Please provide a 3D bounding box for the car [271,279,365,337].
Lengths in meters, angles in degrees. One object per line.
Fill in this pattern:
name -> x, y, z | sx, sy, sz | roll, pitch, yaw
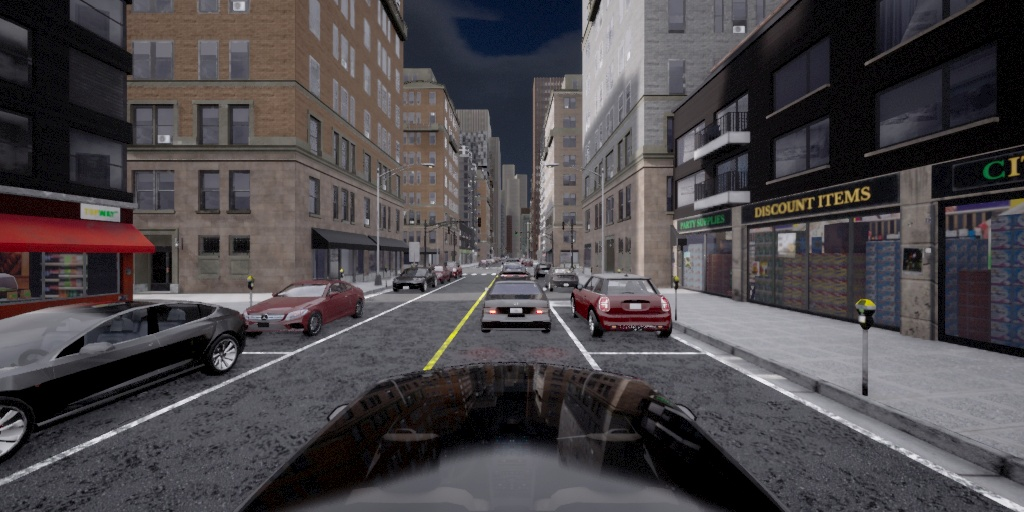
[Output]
car -> -5.657, 1.332, 10.263 | 1.802, 1.307, 4.207 | 0, 0, 0

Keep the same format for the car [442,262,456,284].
car -> -5.630, 1.334, 26.767 | 1.802, 1.307, 4.207 | 0, 0, 0

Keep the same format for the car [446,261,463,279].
car -> -5.620, 1.193, 32.268 | 1.967, 1.591, 4.097 | 0, 0, 0

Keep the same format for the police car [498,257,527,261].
police car -> 0.046, 1.178, 31.261 | 1.930, 1.638, 5.238 | 0, 0, 0

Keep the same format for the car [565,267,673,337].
car -> 2.868, 1.190, 10.248 | 1.967, 1.591, 4.097 | 0, 0, 0

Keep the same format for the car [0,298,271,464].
car -> -5.667, 1.316, 4.762 | 1.948, 1.339, 4.313 | 0, 0, 0

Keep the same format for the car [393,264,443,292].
car -> -5.638, 1.317, 21.265 | 1.948, 1.339, 4.313 | 0, 0, 0

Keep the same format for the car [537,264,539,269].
car -> 2.905, 1.319, 32.253 | 1.948, 1.339, 4.313 | 0, 0, 0

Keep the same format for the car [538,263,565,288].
car -> 2.887, 1.301, 21.251 | 2.007, 1.370, 4.403 | 0, 0, 0

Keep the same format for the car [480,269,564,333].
car -> 0.110, 1.297, 10.719 | 2.033, 1.411, 5.357 | 0, 0, 0

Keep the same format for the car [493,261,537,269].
car -> 0.129, 1.242, 21.242 | 2.128, 1.511, 4.902 | 0, 0, 0
